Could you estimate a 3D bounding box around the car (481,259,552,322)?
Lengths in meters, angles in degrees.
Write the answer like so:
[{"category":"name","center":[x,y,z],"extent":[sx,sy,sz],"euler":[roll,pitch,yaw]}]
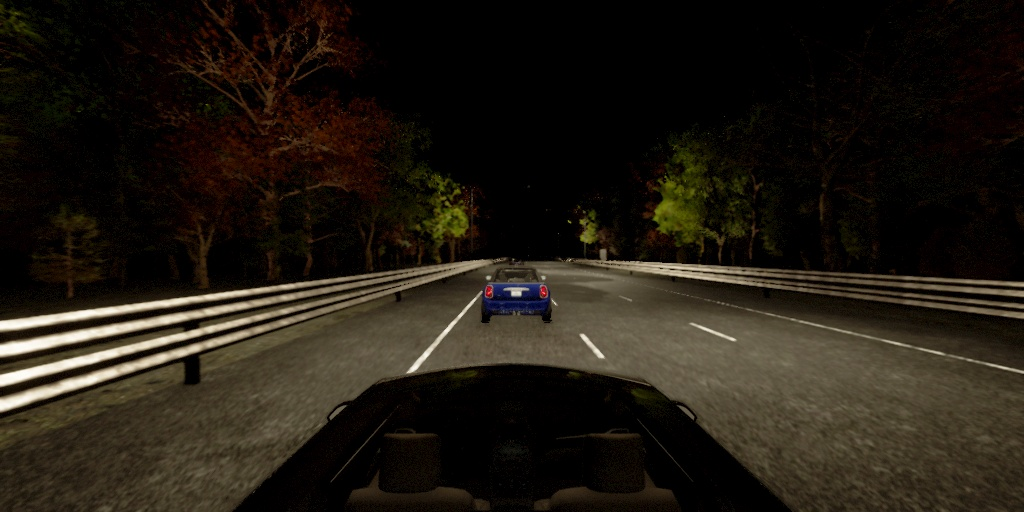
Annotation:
[{"category":"car","center":[0.137,1.091,12.378],"extent":[2.097,1.767,4.553],"euler":[0,0,0]}]
